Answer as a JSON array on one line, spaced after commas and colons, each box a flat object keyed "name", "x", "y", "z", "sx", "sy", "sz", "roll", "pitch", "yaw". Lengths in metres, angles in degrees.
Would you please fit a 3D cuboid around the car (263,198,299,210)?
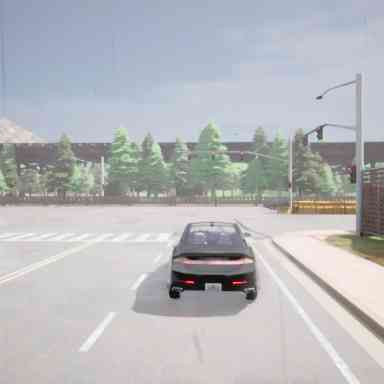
[{"name": "car", "x": 11.370, "y": 1.490, "z": 41.600, "sx": 4.902, "sy": 1.511, "sz": 2.128, "roll": 0, "pitch": 0, "yaw": 2}]

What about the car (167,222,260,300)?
[{"name": "car", "x": 0.510, "y": 1.491, "z": 8.397, "sx": 2.128, "sy": 1.511, "sz": 4.902, "roll": 0, "pitch": 0, "yaw": 3}]
